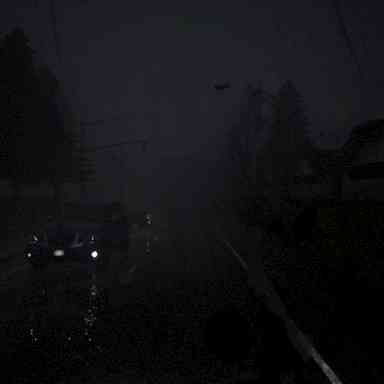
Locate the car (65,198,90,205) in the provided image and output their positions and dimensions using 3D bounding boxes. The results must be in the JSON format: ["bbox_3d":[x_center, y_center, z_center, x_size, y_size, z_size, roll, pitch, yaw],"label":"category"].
[{"bbox_3d":[-24.418,1.971,71.035,4.514,1.523,2.007,0,-1,-1],"label":"car"}]

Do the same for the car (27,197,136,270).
[{"bbox_3d":[-3.645,1.334,11.839,2.150,2.045,5.566,0,-1,0],"label":"car"}]

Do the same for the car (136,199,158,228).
[{"bbox_3d":[-3.626,1.575,23.642,2.097,1.767,4.553,0,-1,0],"label":"car"}]

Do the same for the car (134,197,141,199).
[{"bbox_3d":[-16.954,2.194,92.961,5.027,1.636,2.152,0,-1,-1],"label":"car"}]

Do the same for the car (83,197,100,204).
[{"bbox_3d":[-24.491,2.083,81.027,3.633,1.501,1.845,0,-1,-1],"label":"car"}]

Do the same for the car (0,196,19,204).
[{"bbox_3d":[-42.998,1.847,77.205,4.605,1.855,1.932,0,-1,-1],"label":"car"}]

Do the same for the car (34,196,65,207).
[{"bbox_3d":[-24.985,1.658,58.574,4.605,1.855,1.932,0,-1,-1],"label":"car"}]

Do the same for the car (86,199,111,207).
[{"bbox_3d":[-16.507,1.913,58.707,3.806,1.475,1.970,0,-1,-1],"label":"car"}]
